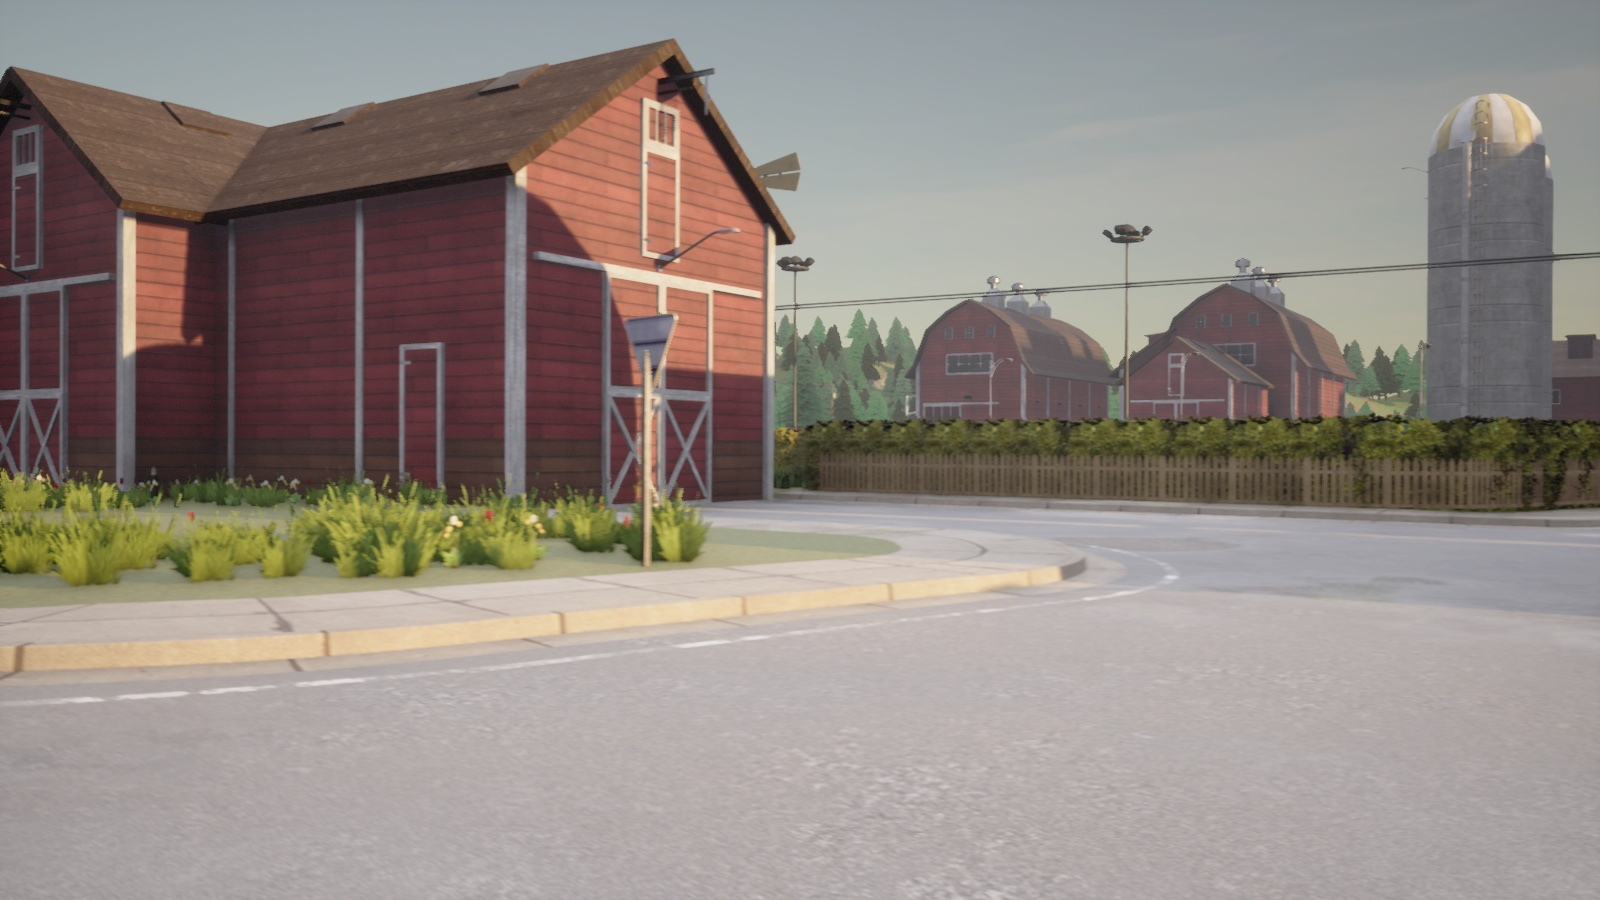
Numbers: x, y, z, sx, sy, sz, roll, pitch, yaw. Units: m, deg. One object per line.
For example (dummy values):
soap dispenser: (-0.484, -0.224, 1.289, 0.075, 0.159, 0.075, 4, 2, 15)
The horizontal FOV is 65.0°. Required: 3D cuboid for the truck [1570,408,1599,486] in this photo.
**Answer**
truck: (27.711, -0.122, 39.887, 5.204, 2.467, 2.627, -1, 0, 40)
